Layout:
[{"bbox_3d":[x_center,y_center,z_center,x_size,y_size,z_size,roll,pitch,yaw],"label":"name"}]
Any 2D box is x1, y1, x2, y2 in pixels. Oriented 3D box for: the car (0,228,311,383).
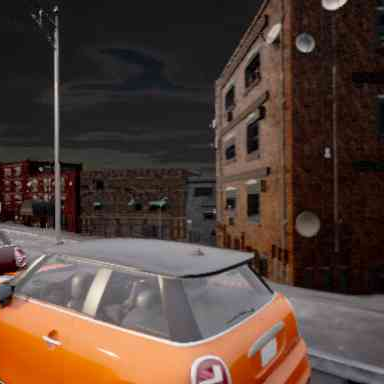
[{"bbox_3d":[-1.084,1.358,4.025,4.553,1.767,2.185,0,0,35],"label":"car"}]
